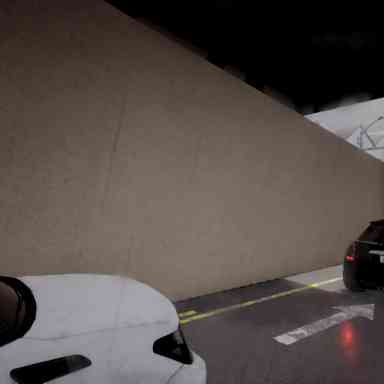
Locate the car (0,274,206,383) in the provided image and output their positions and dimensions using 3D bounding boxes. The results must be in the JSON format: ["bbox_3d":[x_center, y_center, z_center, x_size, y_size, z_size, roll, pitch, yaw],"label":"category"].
[{"bbox_3d":[-2.539,1.221,1.978,5.566,2.045,2.150,0,0,-35],"label":"car"}]

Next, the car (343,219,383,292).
[{"bbox_3d":[5.556,1.352,7.726,4.553,1.767,2.097,0,0,-36],"label":"car"}]
